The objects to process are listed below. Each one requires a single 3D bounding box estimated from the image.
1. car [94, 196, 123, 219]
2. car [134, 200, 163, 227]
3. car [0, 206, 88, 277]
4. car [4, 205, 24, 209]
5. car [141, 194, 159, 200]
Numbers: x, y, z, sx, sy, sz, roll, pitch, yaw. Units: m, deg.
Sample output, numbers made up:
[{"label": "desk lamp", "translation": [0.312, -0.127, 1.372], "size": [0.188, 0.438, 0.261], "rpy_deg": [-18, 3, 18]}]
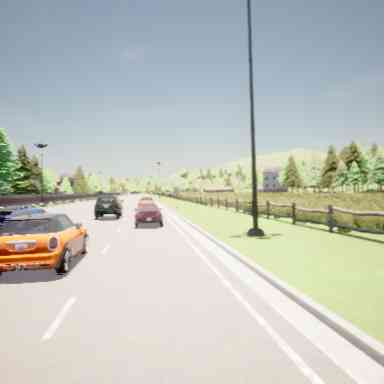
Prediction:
[{"label": "car", "translation": [-7.638, 1.354, 30.754], "size": [2.150, 2.045, 5.566], "rpy_deg": [-2, 0, -8]}, {"label": "car", "translation": [-3.016, 1.540, 23.144], "size": [1.812, 1.442, 4.674], "rpy_deg": [-2, 0, -8]}, {"label": "car", "translation": [-4.793, 1.463, 10.890], "size": [2.097, 1.767, 4.553], "rpy_deg": [-2, 0, -8]}, {"label": "car", "translation": [-9.620, 1.708, 19.960], "size": [1.882, 1.535, 5.008], "rpy_deg": [-2, 0, -8]}, {"label": "car", "translation": [-5.645, 1.387, 41.532], "size": [2.097, 1.767, 4.553], "rpy_deg": [-2, 0, -8]}]
